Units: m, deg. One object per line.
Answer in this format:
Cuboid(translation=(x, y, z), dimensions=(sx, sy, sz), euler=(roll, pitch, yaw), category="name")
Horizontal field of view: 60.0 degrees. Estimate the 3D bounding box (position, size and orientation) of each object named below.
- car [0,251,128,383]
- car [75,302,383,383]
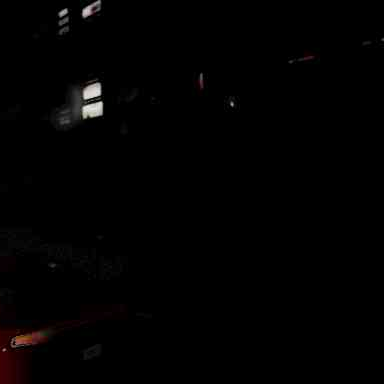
Cuboid(translation=(-2.855, 1.529, 4.772), dimensions=(4.507, 1.381, 1.887), euler=(0, -1, 35), category="car")
Cuboid(translation=(1.651, 1.547, 1.566), dimensions=(4.507, 1.381, 1.887), euler=(0, -1, 35), category="car")
